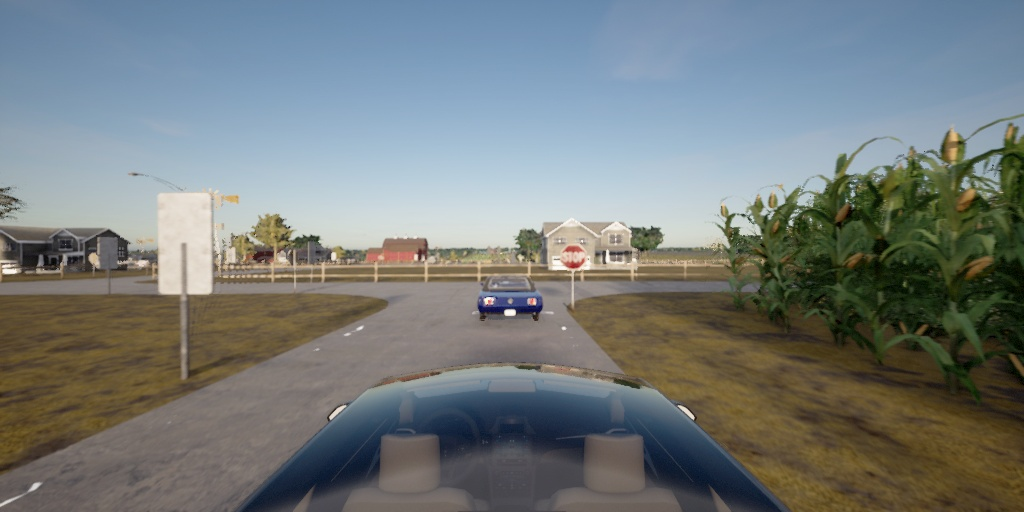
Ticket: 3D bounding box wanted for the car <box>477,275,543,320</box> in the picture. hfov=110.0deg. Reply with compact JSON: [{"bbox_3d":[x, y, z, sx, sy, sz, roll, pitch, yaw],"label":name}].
[{"bbox_3d":[-0.148,1.293,12.244,1.895,1.301,4.718,0,0,-3],"label":"car"}]
